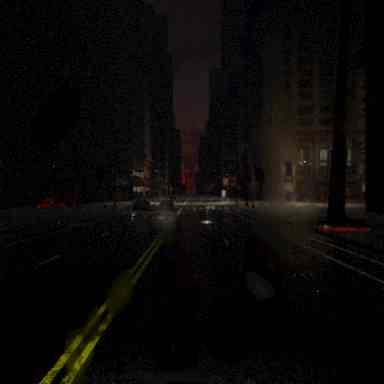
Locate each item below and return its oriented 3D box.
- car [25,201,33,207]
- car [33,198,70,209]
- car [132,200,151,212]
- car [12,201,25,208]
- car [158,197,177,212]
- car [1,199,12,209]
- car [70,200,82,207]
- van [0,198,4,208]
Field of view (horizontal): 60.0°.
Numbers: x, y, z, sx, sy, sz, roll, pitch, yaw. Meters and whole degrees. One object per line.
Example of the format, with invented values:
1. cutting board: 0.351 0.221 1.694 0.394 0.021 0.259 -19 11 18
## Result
1. car: -29.073 2.045 65.087 5.009 1.841 2.192 -1 1 0
2. car: -23.843 2.172 56.545 4.829 1.417 1.752 -1 1 0
3. car: -6.548 1.734 43.684 1.882 1.535 5.008 0 -1 1
4. car: -34.157 2.381 65.107 4.206 1.307 1.802 -1 1 0
5. car: -3.293 1.784 44.031 1.812 1.442 4.674 0 0 0
6. car: -33.784 2.332 56.567 4.403 1.369 2.008 -1 1 0
7. car: -23.983 2.206 65.073 4.507 1.381 1.887 -1 1 0
8. van: -39.247 2.209 65.121 3.998 1.788 1.690 -1 1 0
